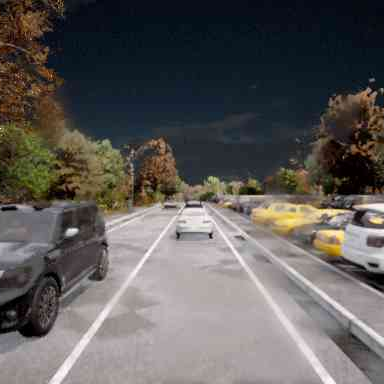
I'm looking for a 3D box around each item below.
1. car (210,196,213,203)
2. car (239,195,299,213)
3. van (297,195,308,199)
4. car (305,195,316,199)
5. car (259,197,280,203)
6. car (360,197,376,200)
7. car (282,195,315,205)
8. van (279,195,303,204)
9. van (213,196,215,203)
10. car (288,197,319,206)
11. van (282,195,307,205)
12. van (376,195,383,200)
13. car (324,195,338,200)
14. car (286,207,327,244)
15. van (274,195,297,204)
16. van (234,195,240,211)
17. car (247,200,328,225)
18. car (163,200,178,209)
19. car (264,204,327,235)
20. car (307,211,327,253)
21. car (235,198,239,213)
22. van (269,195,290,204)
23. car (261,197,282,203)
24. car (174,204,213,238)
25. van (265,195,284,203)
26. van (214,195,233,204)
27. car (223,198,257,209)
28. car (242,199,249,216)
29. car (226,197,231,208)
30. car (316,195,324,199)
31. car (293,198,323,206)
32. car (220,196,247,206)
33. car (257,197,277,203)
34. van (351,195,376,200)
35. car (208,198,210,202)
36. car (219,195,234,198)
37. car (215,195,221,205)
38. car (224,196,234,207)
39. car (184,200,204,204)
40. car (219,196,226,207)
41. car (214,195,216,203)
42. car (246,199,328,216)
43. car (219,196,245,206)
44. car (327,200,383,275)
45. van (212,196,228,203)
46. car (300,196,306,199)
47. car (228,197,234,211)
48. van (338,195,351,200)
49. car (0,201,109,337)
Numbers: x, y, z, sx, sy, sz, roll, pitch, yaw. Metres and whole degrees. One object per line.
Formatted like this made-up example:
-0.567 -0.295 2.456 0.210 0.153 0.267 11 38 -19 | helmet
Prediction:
7.424 1.575 72.522 5.566 2.045 2.435 0 0 0 | car
7.070 1.444 30.883 4.553 1.767 2.185 0 0 0 | car
20.449 1.488 55.764 4.442 1.987 1.878 0 0 0 | van
20.278 1.679 50.098 5.008 1.535 2.097 0 0 1 | car
20.611 2.169 88.855 5.008 1.535 2.097 0 -1 0 | car
20.147 1.575 33.478 5.008 1.535 2.097 0 0 1 | car
20.375 1.515 64.075 5.566 2.045 2.435 0 0 0 | car
20.566 1.574 69.489 4.442 1.987 1.878 0 0 1 | van
7.255 1.583 69.747 4.442 1.987 1.878 0 0 0 | van
20.373 1.748 61.179 5.008 1.535 2.097 0 0 1 | car
20.544 1.557 66.844 4.442 1.987 1.878 0 0 0 | van
20.009 1.335 30.694 4.442 1.987 1.878 0 0 0 | van
20.184 1.376 41.789 5.566 2.045 2.435 0 0 0 | car
6.903 1.574 14.235 4.892 1.521 2.231 0 0 0 | car
20.358 1.592 72.394 4.442 1.987 1.878 0 -1 0 | van
7.203 1.375 36.433 4.442 1.987 1.878 0 0 0 | van
6.784 1.551 22.685 5.366 1.575 1.946 0 0 0 | car
-3.160 1.784 49.265 1.895 1.301 4.718 0 0 1 | car
6.735 1.563 17.012 5.366 1.575 1.946 0 0 0 | car
7.058 1.576 11.457 5.366 1.575 1.946 0 0 0 | car
7.092 1.614 33.655 4.792 1.488 2.163 0 0 0 | car
20.404 1.697 77.784 4.442 1.987 1.878 0 -1 1 | van
20.586 2.109 86.085 4.892 1.521 2.231 0 -1 0 | car
0.126 1.571 17.982 1.812 1.442 4.674 0 0 0 | car
20.685 1.820 83.320 4.442 1.987 1.878 0 -1 0 | van
7.326 1.709 78.058 4.442 1.987 1.878 0 -1 0 | van
7.212 1.689 50.312 4.892 1.521 2.231 0 0 0 | car
7.009 1.559 28.103 4.892 1.521 2.231 0 0 0 | car
7.105 1.665 41.984 4.792 1.488 2.163 0 0 0 | car
20.208 1.393 44.559 5.566 2.045 2.435 0 0 0 | car
20.353 1.771 58.407 4.674 1.452 2.002 0 0 0 | car
7.245 1.614 58.642 4.553 1.767 2.185 0 0 0 | car
20.635 2.234 91.750 5.008 1.535 2.097 0 -1 0 | car
20.282 1.367 36.248 4.442 1.987 1.878 0 0 1 | van
7.543 2.182 89.153 5.008 1.535 2.097 0 -1 0 | car
7.223 1.706 53.088 4.892 1.521 2.231 0 0 0 | car
7.067 1.719 55.866 5.366 1.575 1.946 0 0 0 | car
7.129 1.683 44.760 4.792 1.488 2.163 0 0 0 | car
0.190 1.587 34.781 1.882 1.535 5.008 0 0 0 | car
6.996 1.667 47.538 5.366 1.575 1.946 0 0 0 | car
7.319 1.774 64.193 5.008 1.535 2.097 0 0 0 | car
7.177 1.550 25.334 5.366 1.575 1.946 0 0 0 | car
7.269 1.631 61.417 4.553 1.767 2.185 0 0 0 | car
6.878 1.335 8.681 5.566 2.045 2.435 0 0 0 | car
7.678 2.018 91.933 4.442 1.987 1.878 0 -1 0 | van
20.311 1.737 52.993 4.674 1.452 2.002 0 0 0 | car
7.081 1.648 39.208 4.792 1.488 2.163 0 0 0 | car
20.072 1.384 39.020 4.442 1.987 1.878 0 0 1 | van
-3.344 1.237 7.033 2.150 2.045 5.566 0 0 0 | car
